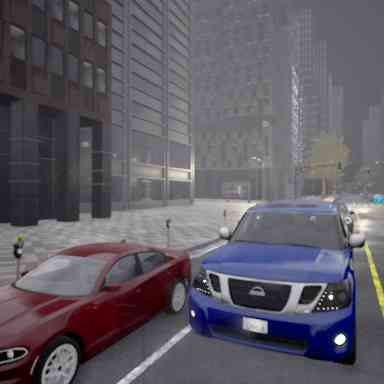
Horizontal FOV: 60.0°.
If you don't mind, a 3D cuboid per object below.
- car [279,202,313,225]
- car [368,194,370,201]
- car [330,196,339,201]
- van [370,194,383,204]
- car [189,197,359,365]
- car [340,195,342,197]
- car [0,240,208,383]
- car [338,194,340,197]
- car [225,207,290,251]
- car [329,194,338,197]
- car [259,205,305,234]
[{"bbox_3d":[7.971,1.550,25.236,1.887,1.381,4.507,0,0,26],"label":"car"},{"bbox_3d":[39.140,1.613,70.667,1.947,1.339,4.313,0,0,26],"label":"car"},{"bbox_3d":[35.908,1.611,83.679,2.008,1.369,4.403,0,0,26],"label":"car"},{"bbox_3d":[36.808,1.381,65.783,1.690,1.788,3.998,0,0,26],"label":"van"},{"bbox_3d":[1.948,1.223,6.414,2.150,2.045,5.566,0,0,26],"label":"car"},{"bbox_3d":[33.629,1.368,78.906,2.192,1.841,5.009,0,0,26],"label":"car"},{"bbox_3d":[-1.553,1.545,5.291,1.887,1.381,4.507,0,0,26],"label":"car"},{"bbox_3d":[31.348,1.591,74.134,1.887,1.381,4.507,0,0,26],"label":"car"},{"bbox_3d":[3.136,1.528,15.110,1.752,1.417,4.829,0,0,26],"label":"car"},{"bbox_3d":[26.709,1.560,64.436,1.752,1.417,4.829,0,0,26],"label":"car"},{"bbox_3d":[5.590,1.548,20.250,1.887,1.381,4.507,0,0,26],"label":"car"}]
